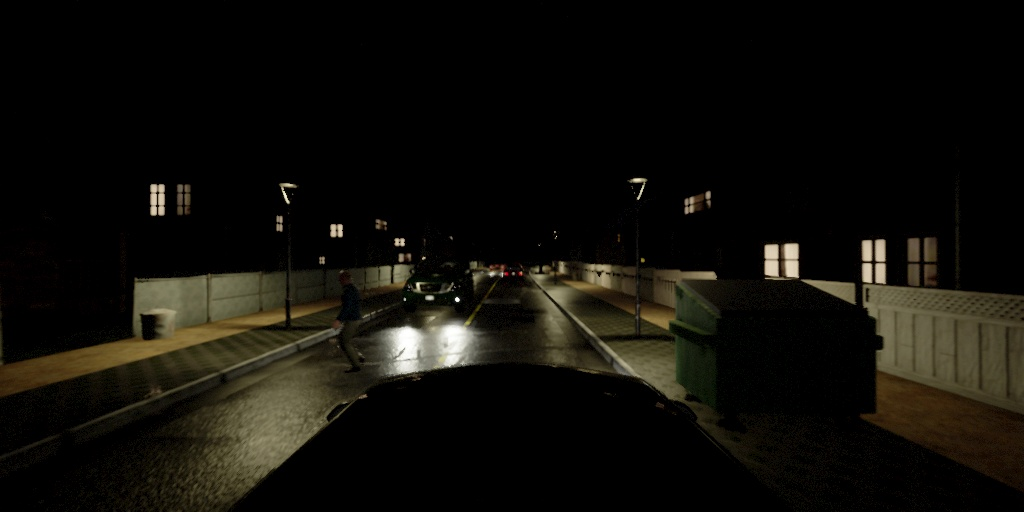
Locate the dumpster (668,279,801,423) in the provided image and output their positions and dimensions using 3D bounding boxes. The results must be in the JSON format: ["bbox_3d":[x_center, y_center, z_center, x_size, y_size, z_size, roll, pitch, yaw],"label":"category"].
[{"bbox_3d":[3.012,1.174,5.370,1.020,1.700,1.940,0,0,0],"label":"dumpster"}]

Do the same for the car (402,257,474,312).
[{"bbox_3d":[-2.852,1.071,15.029,2.150,2.045,5.566,0,0,-1],"label":"car"}]

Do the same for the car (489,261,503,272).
[{"bbox_3d":[-2.092,1.499,53.186,2.097,1.767,4.553,0,0,3],"label":"car"}]

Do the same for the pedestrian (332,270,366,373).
[{"bbox_3d":[-2.827,1.081,6.230,0.375,1.860,0.375,0,0,-6],"label":"pedestrian"}]

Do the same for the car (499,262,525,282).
[{"bbox_3d":[0.155,1.534,32.136,2.033,1.411,5.357,0,0,1],"label":"car"}]
